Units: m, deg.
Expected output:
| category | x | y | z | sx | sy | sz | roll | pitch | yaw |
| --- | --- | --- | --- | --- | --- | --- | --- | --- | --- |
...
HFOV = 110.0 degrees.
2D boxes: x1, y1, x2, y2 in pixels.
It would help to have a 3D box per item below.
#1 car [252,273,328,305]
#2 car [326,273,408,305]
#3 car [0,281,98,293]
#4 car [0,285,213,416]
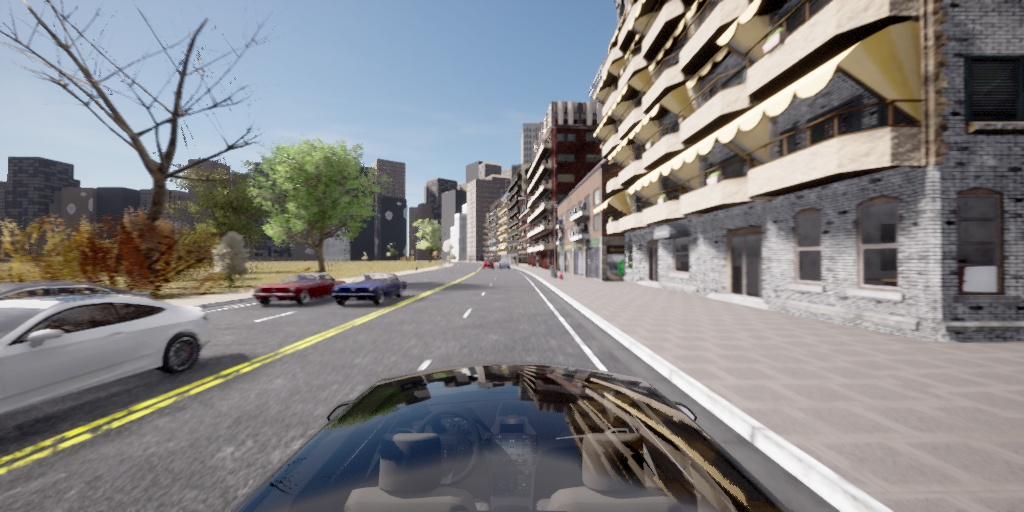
| category | x | y | z | sx | sy | sz | roll | pitch | yaw |
| --- | --- | --- | --- | --- | --- | --- | --- | --- | --- |
| car | -9.747 | 1.478 | 16.878 | 1.895 | 1.301 | 4.718 | 0 | 0 | 0 |
| car | -6.496 | 1.471 | 16.877 | 1.895 | 1.301 | 4.718 | 0 | 0 | 0 |
| car | -9.835 | 1.279 | 6.874 | 2.128 | 1.511 | 4.902 | 0 | 0 | 0 |
| car | -6.585 | 1.300 | 4.926 | 1.812 | 1.442 | 4.674 | 0 | 0 | 0 |
